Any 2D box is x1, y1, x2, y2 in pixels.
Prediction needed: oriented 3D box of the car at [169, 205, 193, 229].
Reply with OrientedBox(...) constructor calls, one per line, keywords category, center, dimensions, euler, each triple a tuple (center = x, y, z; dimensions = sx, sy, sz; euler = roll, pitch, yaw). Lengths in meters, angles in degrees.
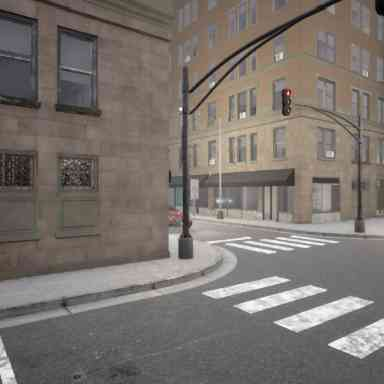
OrientedBox(category="car", center=(-1.859, 1.427, 19.855), dimensions=(1.812, 1.442, 4.674), euler=(0, 0, -36))
